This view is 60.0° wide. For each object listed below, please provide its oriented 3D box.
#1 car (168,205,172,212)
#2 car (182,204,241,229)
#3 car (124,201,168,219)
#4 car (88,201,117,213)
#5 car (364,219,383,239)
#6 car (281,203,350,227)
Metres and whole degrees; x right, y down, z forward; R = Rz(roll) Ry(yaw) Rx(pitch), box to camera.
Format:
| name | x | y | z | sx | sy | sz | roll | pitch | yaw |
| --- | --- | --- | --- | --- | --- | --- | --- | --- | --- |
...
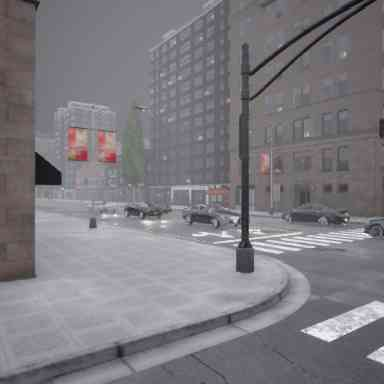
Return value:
| name | x | y | z | sx | sy | sz | roll | pitch | yaw |
| --- | --- | --- | --- | --- | --- | --- | --- | --- | --- |
| car | -4.214 | 1.672 | 36.042 | 2.033 | 1.411 | 5.357 | 0 | 0 | -36 |
| car | 1.246 | 1.554 | 22.524 | 2.128 | 1.511 | 4.902 | 0 | 0 | -36 |
| car | -4.578 | 1.579 | 30.634 | 1.882 | 1.535 | 5.008 | 0 | 0 | -35 |
| car | -10.480 | 1.741 | 38.868 | 1.895 | 1.301 | 4.718 | 0 | 0 | -36 |
| car | 10.445 | 1.584 | 15.628 | 1.994 | 1.385 | 4.181 | 0 | 0 | -36 |
| car | 8.653 | 1.568 | 23.701 | 1.837 | 1.490 | 4.892 | 0 | 0 | -36 |
